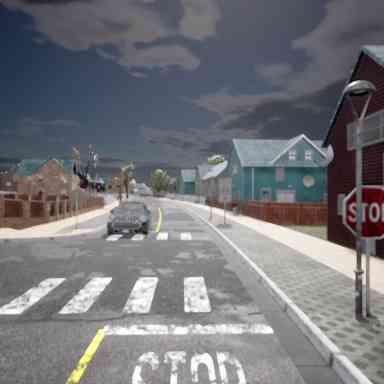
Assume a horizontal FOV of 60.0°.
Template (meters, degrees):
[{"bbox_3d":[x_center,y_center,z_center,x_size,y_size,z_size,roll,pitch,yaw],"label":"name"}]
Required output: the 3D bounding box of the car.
[{"bbox_3d":[-3.366,1.335,18.526,2.097,1.767,4.553,0,0,-4],"label":"car"}]
